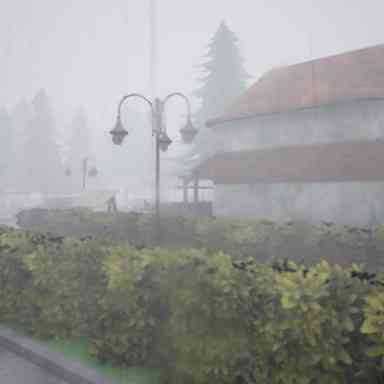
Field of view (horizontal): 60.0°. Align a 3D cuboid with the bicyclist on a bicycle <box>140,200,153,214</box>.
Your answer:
[{"bbox_3d":[-3.622,1.481,26.514,1.656,1.620,0.582,0,0,36],"label":"bicyclist on a bicycle"}]

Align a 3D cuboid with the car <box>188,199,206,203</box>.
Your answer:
[{"bbox_3d":[0.476,1.678,44.261,2.128,1.511,4.902,0,0,40],"label":"car"}]

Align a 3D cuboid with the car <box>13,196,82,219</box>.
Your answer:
[{"bbox_3d":[-11.858,1.409,27.847,2.150,2.045,5.566,0,0,36],"label":"car"}]

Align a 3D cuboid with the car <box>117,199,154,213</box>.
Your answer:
[{"bbox_3d":[-5.895,1.540,36.044,2.097,1.767,4.553,0,0,37],"label":"car"}]
